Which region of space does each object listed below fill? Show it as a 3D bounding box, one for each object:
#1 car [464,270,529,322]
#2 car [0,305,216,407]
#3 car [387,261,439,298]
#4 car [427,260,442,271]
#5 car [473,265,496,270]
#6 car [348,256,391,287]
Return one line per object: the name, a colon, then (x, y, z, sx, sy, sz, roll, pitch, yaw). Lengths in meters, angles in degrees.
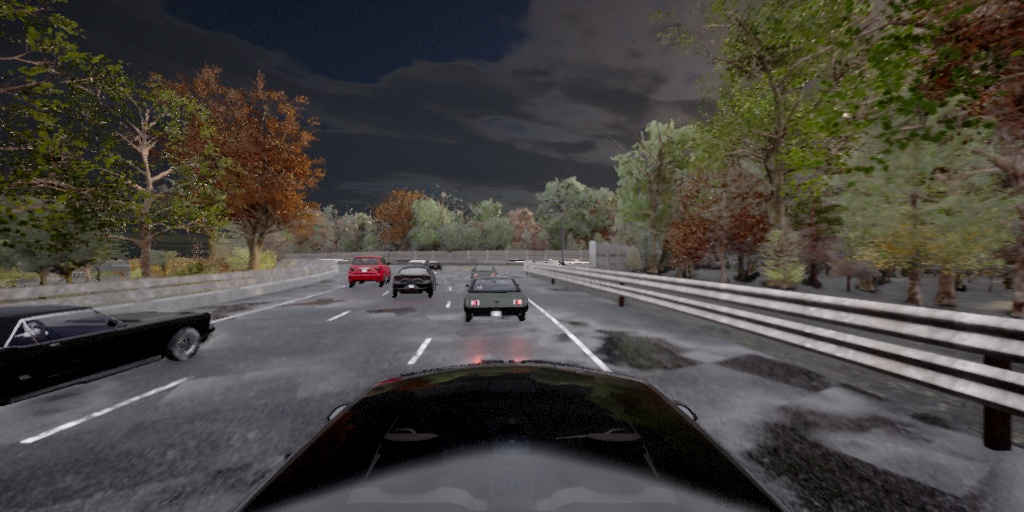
car: (-0.660, 1.354, 12.399, 1.895, 1.301, 4.718, 0, 0, -6)
car: (-7.079, 1.376, 5.321, 1.895, 1.301, 4.718, 0, 0, -2)
car: (-5.049, 1.247, 18.960, 1.882, 1.535, 5.008, 0, 0, -10)
car: (-11.081, 1.270, 49.394, 1.882, 1.535, 5.008, 0, 0, -25)
car: (-2.122, 1.360, 27.030, 1.895, 1.301, 4.718, 0, 0, -6)
car: (-9.755, 1.008, 24.864, 2.150, 2.045, 5.566, 0, 0, -13)
